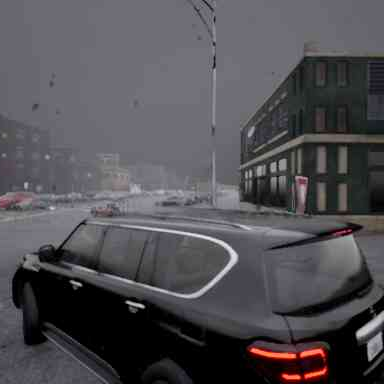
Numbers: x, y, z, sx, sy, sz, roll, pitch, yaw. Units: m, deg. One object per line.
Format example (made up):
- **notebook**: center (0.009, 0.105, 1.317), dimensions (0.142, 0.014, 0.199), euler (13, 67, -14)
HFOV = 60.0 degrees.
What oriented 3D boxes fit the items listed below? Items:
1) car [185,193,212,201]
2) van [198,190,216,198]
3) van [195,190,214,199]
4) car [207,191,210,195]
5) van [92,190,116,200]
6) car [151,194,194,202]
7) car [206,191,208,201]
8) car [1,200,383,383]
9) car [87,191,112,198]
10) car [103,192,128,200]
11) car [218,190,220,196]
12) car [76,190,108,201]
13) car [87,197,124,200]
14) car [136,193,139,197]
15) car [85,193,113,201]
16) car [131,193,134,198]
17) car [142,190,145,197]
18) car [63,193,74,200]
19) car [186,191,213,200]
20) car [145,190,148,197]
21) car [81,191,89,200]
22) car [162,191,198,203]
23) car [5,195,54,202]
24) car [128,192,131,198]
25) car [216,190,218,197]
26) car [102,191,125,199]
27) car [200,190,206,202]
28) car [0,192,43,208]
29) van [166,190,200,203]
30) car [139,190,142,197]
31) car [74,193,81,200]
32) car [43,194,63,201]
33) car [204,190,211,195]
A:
- **car**: center (1.359, 1.013, 69.149), dimensions (5.366, 1.575, 1.946), euler (0, 1, 9)
- **van**: center (3.806, 0.586, 85.639), dimensions (4.442, 1.987, 1.878), euler (0, 1, 9)
- **van**: center (3.156, 0.615, 82.928), dimensions (4.442, 1.987, 1.878), euler (0, 1, 9)
- **car**: center (0.344, 1.092, 63.682), dimensions (4.892, 1.521, 2.231), euler (0, 1, 9)
- **van**: center (-18.800, 0.691, 71.204), dimensions (4.442, 1.987, 1.878), euler (0, 1, 9)
- **car**: center (-2.607, 1.335, 44.571), dimensions (4.792, 1.488, 2.163), euler (0, 0, 9)
- **car**: center (-0.068, 1.127, 61.060), dimensions (5.008, 1.535, 2.097), euler (0, 1, 9)
- **car**: center (-0.499, 1.242, 4.418), dimensions (2.150, 2.045, 5.566), euler (0, 0, -44)
- **car**: center (-16.173, 1.122, 58.724), dimensions (1.837, 1.490, 4.892), euler (0, 0, 9)
- **car**: center (-13.261, 1.142, 57.936), dimensions (1.837, 1.490, 4.892), euler (0, 0, 9)
- **car**: center (4.498, 0.781, 91.159), dimensions (4.792, 1.488, 2.163), euler (0, 1, 9)
- **car**: center (-19.770, 0.736, 65.773), dimensions (5.566, 2.045, 2.435), euler (0, 1, 9)
- **car**: center (-8.383, 1.460, 32.620), dimensions (1.994, 1.385, 4.181), euler (0, 0, 2)
- **car**: center (-16.842, 0.751, 84.852), dimensions (4.892, 1.521, 2.231), euler (0, 1, 9)
- **car**: center (-19.146, 0.949, 68.471), dimensions (5.366, 1.575, 1.946), euler (0, 1, 9)
- **car**: center (-17.230, 0.655, 82.122), dimensions (4.553, 1.767, 2.185), euler (0, 1, 9)
- **car**: center (-16.015, 0.692, 90.304), dimensions (4.892, 1.521, 2.231), euler (0, 1, 9)
- **car**: center (-21.817, 1.148, 52.141), dimensions (5.008, 1.535, 2.097), euler (0, 1, 9)
- **car**: center (1.586, 0.726, 72.049), dimensions (5.566, 2.045, 2.435), euler (0, 1, 9)
- **car**: center (-15.601, 0.664, 93.029), dimensions (4.892, 1.521, 2.231), euler (0, 1, 9)
- **car**: center (-20.953, 0.965, 57.585), dimensions (4.553, 1.767, 2.185), euler (0, 1, 9)
- **car**: center (-1.727, 1.137, 49.934), dimensions (4.553, 1.767, 2.185), euler (0, 1, 9)
- **car**: center (-17.326, 1.397, 35.721), dimensions (1.994, 1.385, 4.181), euler (0, 0, 15)
- **car**: center (-17.706, 0.687, 79.405), dimensions (4.553, 1.767, 2.185), euler (0, 1, 9)
- **car**: center (2.880, 0.624, 80.158), dimensions (5.566, 2.045, 2.435), euler (0, 1, 9)
- **car**: center (-18.119, 0.720, 76.679), dimensions (4.553, 1.767, 2.185), euler (0, 1, 9)
- **car**: center (-0.470, 1.041, 58.182), dimensions (4.553, 1.767, 2.185), euler (0, 1, 9)
- **car**: center (-19.910, 1.032, 37.426), dimensions (2.150, 2.045, 5.566), euler (0, 0, 14)
- **van**: center (-1.435, 1.008, 52.830), dimensions (4.442, 1.987, 1.878), euler (0, 1, 9)
- **car**: center (-16.428, 0.721, 87.579), dimensions (4.892, 1.521, 2.231), euler (0, 1, 9)
- **car**: center (-21.396, 1.159, 54.865), dimensions (4.674, 1.452, 2.002), euler (0, 1, 9)
- **car**: center (-22.195, 1.047, 49.403), dimensions (4.553, 1.767, 2.185), euler (0, 1, 9)
- **car**: center (0.786, 0.802, 66.421), dimensions (5.566, 2.045, 2.435), euler (0, 1, 9)
